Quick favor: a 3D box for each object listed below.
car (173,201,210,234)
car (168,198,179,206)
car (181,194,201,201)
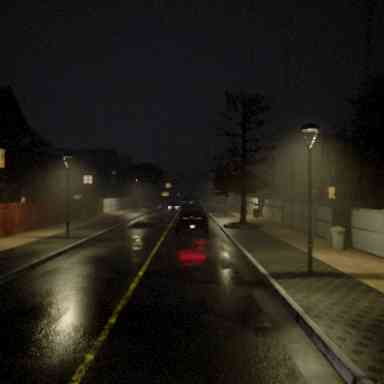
[{"bbox_3d":[-0.003,1.522,19.469,1.837,1.490,4.892,0,0,0],"label":"car"},{"bbox_3d":[-3.096,1.689,56.663,2.033,1.411,5.357,0,0,0],"label":"car"},{"bbox_3d":[-0.124,1.287,39.184,2.150,2.045,5.566,0,0,-1],"label":"car"}]
